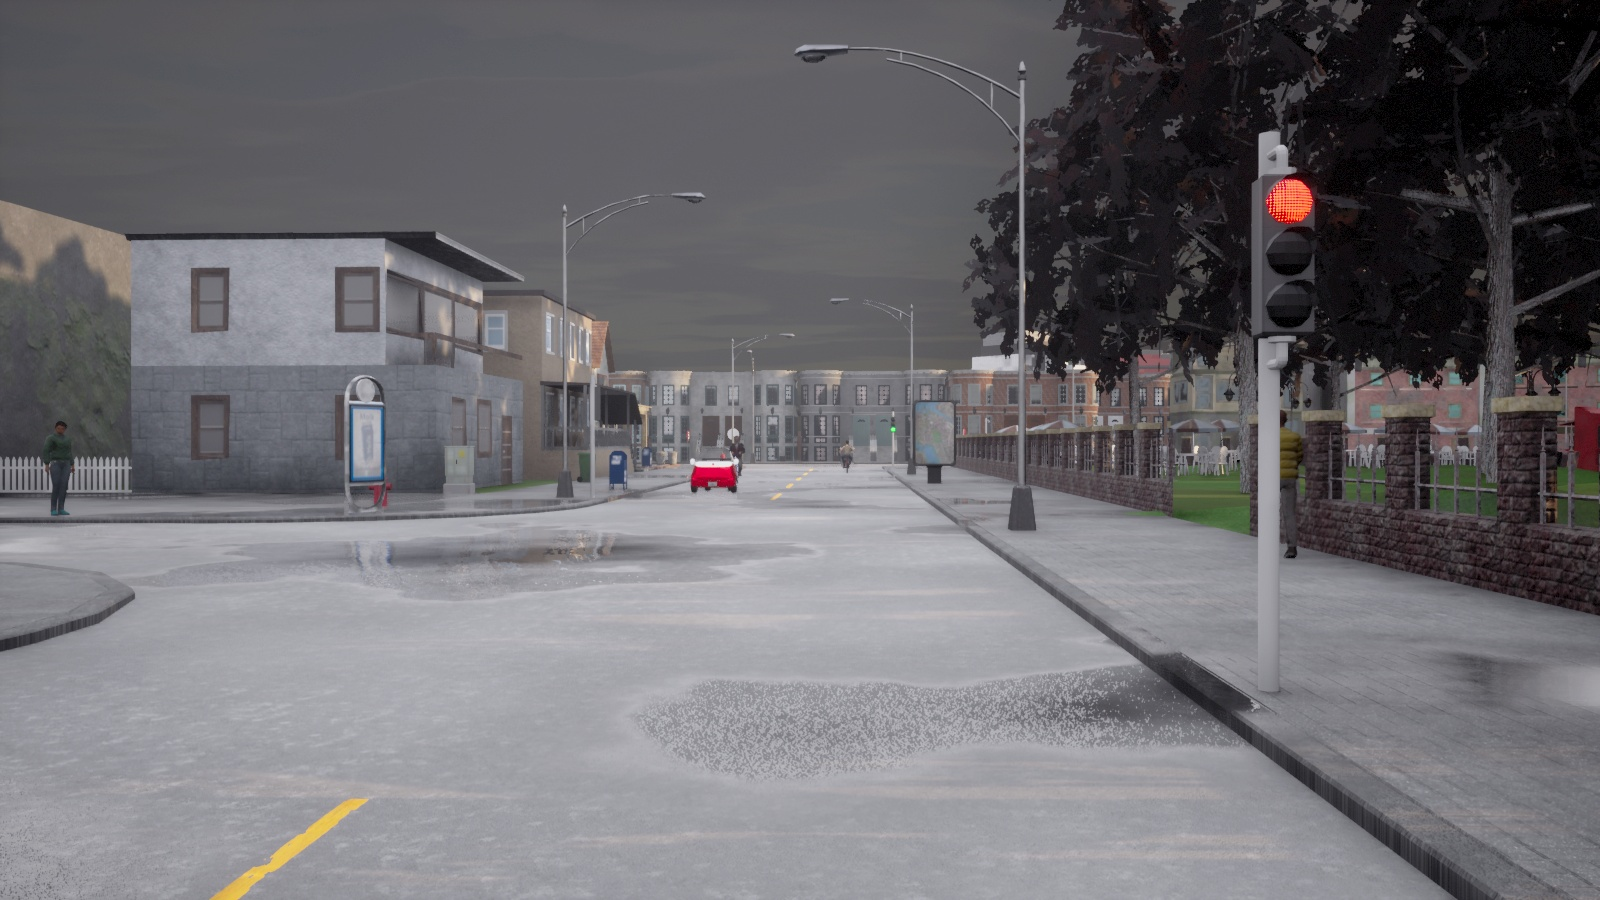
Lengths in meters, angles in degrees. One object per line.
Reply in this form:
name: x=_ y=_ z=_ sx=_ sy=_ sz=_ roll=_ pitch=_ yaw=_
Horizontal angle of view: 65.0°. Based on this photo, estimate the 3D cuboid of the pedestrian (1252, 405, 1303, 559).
pedestrian: x=5.821 y=0.374 z=15.328 sx=0.370 sy=1.835 sz=0.726 roll=0 pitch=0 yaw=2

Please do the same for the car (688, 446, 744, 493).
car: x=-2.562 y=0.582 z=38.474 sx=1.481 sy=1.376 sz=2.207 roll=0 pitch=0 yaw=2

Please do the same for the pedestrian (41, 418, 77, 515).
pedestrian: x=-14.293 y=0.308 z=24.213 sx=0.614 sy=1.847 sz=0.353 roll=0 pitch=0 yaw=32
